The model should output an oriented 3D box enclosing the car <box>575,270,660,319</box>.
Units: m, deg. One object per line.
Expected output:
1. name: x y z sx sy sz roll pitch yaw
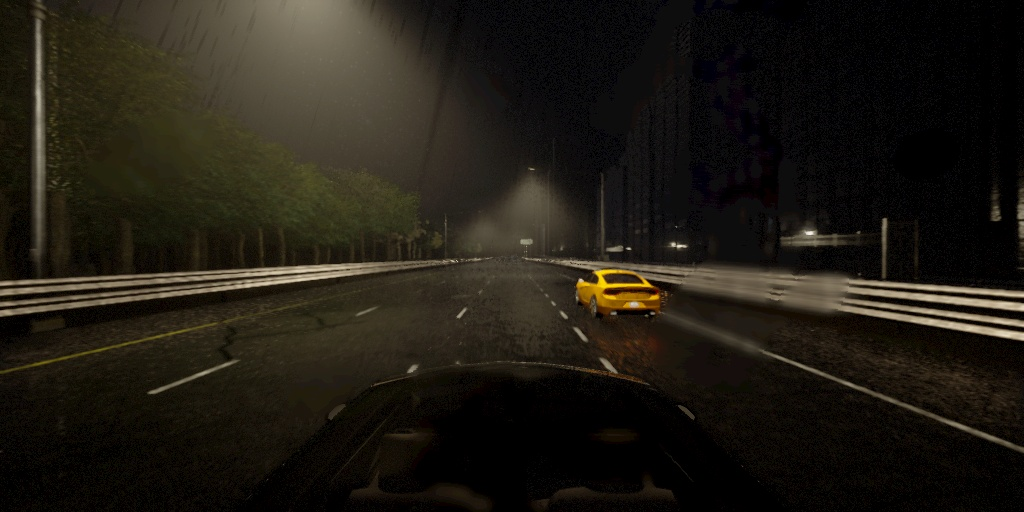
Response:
1. car: 3.533 1.234 12.846 1.882 1.535 5.008 0 0 0
